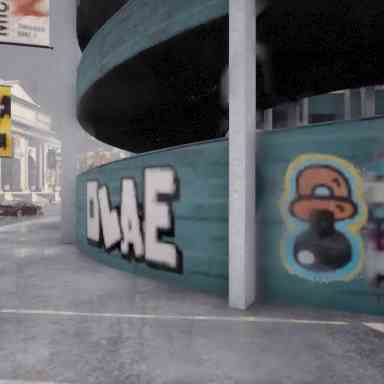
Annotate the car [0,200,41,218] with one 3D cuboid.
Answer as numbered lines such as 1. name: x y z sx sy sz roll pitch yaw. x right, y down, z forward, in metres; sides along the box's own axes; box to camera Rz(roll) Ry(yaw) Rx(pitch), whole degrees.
1. car: -15.555 1.481 29.925 1.882 1.535 5.008 0 0 4
